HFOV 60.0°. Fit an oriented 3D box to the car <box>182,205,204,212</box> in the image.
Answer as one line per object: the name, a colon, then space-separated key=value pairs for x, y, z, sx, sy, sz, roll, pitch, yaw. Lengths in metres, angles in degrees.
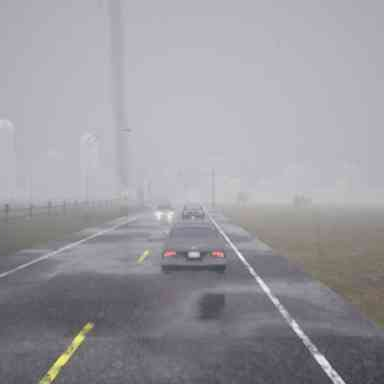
car: x=0.091 y=1.762 z=28.945 sx=1.895 sy=1.301 sz=4.718 roll=0 pitch=0 yaw=0

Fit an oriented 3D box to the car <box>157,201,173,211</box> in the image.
car: x=-3.571 y=1.840 z=44.587 sx=1.895 sy=1.301 sz=4.718 roll=0 pitch=0 yaw=0

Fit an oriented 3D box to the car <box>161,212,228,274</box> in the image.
car: x=0.068 y=1.610 z=10.751 sx=2.033 sy=1.411 sz=5.357 roll=0 pitch=0 yaw=0
